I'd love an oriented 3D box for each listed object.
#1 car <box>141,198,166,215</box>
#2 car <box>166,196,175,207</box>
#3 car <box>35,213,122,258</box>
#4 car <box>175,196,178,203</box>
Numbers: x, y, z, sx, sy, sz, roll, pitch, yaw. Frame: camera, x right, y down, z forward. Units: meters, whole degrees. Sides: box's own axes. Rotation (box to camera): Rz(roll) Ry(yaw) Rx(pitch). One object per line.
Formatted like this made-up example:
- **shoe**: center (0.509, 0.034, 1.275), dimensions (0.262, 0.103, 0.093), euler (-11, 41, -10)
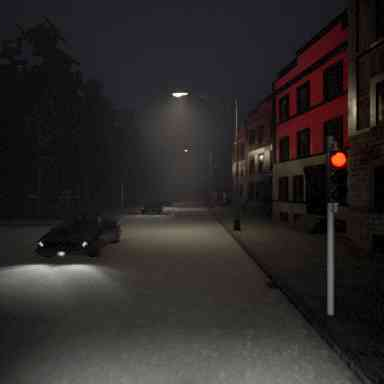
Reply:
- **car**: center (-4.056, 1.523, 34.251), dimensions (1.812, 1.442, 4.674), euler (0, 0, 0)
- **car**: center (-4.036, 1.597, 51.007), dimensions (1.895, 1.301, 4.718), euler (0, 0, 0)
- **car**: center (-4.086, 1.546, 13.053), dimensions (2.033, 1.411, 5.357), euler (0, 0, 0)
- **car**: center (-3.923, 1.488, 67.386), dimensions (2.128, 1.511, 4.902), euler (0, 0, 0)
